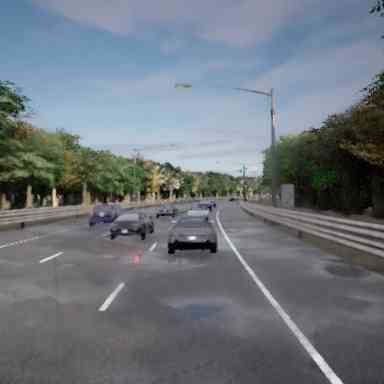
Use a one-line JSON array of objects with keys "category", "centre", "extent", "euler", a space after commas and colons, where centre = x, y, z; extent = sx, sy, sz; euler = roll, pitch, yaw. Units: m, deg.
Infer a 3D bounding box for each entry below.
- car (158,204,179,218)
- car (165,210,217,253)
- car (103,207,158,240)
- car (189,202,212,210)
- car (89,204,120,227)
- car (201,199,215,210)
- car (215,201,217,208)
[{"category": "car", "centre": [-2.495, 1.957, 34.712], "extent": [2.033, 1.411, 5.357], "euler": [-1, -1, 4]}, {"category": "car", "centre": [0.042, 1.728, 14.542], "extent": [1.994, 1.385, 4.181], "euler": [-1, -1, 1]}, {"category": "car", "centre": [-3.243, 1.768, 18.571], "extent": [1.812, 1.442, 4.674], "euler": [-1, -1, 1]}, {"category": "car", "centre": [0.670, 1.941, 31.311], "extent": [1.895, 1.301, 4.718], "euler": [-1, -1, 3]}, {"category": "car", "centre": [-6.467, 1.712, 26.345], "extent": [2.097, 1.767, 4.553], "euler": [-1, -1, 3]}, {"category": "car", "centre": [1.913, 1.975, 46.846], "extent": [1.882, 1.535, 5.008], "euler": [-1, -1, 6]}, {"category": "car", "centre": [3.507, 2.132, 60.590], "extent": [1.837, 1.490, 4.892], "euler": [-1, -1, 8]}]
